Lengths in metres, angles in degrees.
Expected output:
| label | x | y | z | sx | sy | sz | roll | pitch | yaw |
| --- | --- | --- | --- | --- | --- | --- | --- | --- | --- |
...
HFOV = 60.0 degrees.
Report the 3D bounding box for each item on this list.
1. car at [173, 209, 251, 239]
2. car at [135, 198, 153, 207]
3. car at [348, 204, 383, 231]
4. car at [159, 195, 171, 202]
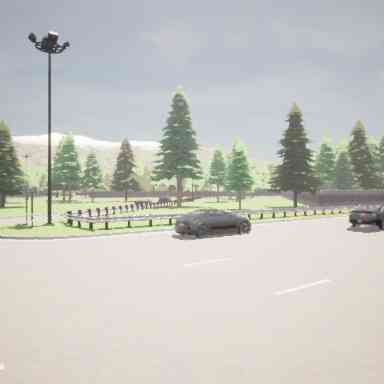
| label | x | y | z | sx | sy | sz | roll | pitch | yaw |
| --- | --- | --- | --- | --- | --- | --- | --- | --- | --- |
| car | 1.105 | 1.564 | 17.418 | 4.181 | 1.385 | 1.994 | 0 | 0 | -35 |
| car | -7.403 | 1.601 | 52.049 | 1.895 | 1.301 | 4.718 | 0 | 0 | 7 |
| car | 11.685 | 1.490 | 20.648 | 4.902 | 1.511 | 2.128 | 0 | 0 | -35 |
| car | -5.640 | 1.351 | 69.779 | 2.097 | 1.767 | 4.553 | 0 | 0 | 5 |
